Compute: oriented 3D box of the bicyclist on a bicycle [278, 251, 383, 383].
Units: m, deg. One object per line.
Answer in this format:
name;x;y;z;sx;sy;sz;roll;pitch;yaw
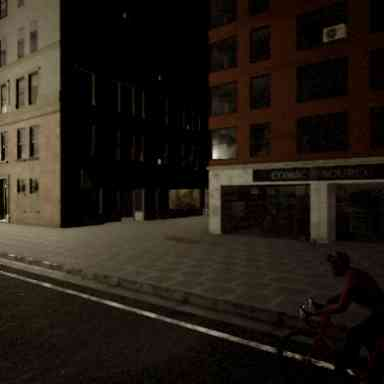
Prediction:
bicyclist on a bicycle;1.684;1.453;3.458;1.656;1.620;0.582;0;0;36
